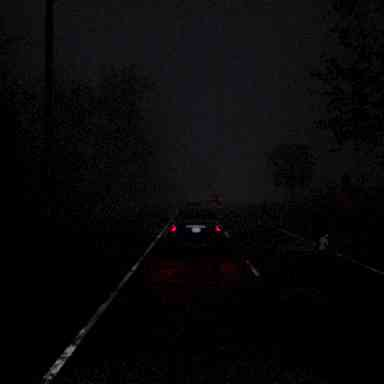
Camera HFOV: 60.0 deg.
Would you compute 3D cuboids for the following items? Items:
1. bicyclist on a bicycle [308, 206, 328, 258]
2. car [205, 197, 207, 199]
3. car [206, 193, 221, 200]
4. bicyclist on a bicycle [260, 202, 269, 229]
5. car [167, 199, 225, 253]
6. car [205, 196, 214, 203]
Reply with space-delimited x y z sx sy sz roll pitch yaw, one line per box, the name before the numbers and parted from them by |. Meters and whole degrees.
bicyclist on a bicycle | 4.516 1.383 11.995 0.659 1.776 1.843 0 0 0
car | 0.252 1.522 33.702 1.837 1.490 4.892 0 0 0
car | 3.876 1.257 58.613 2.150 2.045 5.566 0 0 0
bicyclist on a bicycle | 4.559 1.470 20.811 0.582 1.620 1.656 0 0 0
car | 0.158 1.359 13.786 2.097 1.767 4.553 0 0 0
car | 3.849 1.571 73.734 1.812 1.442 4.674 0 0 0
